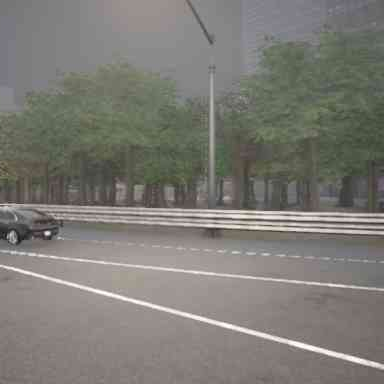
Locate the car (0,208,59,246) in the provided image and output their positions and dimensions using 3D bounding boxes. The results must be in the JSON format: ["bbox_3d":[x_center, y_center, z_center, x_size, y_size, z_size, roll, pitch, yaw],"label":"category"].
[{"bbox_3d":[-8.302,1.518,15.341,4.892,1.490,1.837,0,1,28],"label":"car"}]
